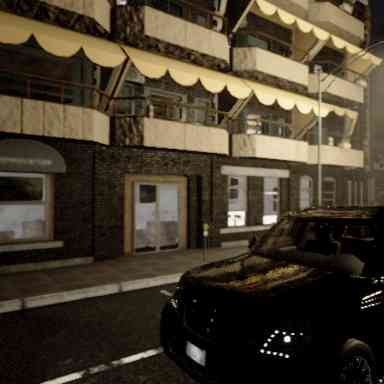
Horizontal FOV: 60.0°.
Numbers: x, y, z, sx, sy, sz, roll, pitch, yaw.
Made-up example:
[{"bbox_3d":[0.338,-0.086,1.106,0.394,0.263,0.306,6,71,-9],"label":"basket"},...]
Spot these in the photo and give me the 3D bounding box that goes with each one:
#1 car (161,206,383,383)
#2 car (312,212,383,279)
[{"bbox_3d":[2.285,1.264,4.893,5.566,2.045,2.150,1,0,-36],"label":"car"},{"bbox_3d":[6.035,1.544,10.876,4.097,1.590,1.967,1,0,-36],"label":"car"}]
